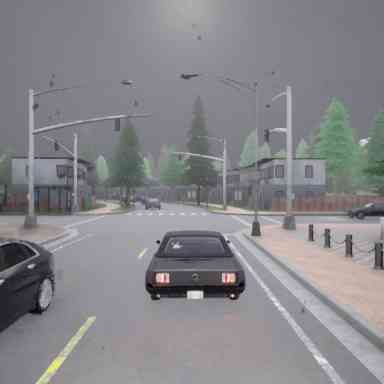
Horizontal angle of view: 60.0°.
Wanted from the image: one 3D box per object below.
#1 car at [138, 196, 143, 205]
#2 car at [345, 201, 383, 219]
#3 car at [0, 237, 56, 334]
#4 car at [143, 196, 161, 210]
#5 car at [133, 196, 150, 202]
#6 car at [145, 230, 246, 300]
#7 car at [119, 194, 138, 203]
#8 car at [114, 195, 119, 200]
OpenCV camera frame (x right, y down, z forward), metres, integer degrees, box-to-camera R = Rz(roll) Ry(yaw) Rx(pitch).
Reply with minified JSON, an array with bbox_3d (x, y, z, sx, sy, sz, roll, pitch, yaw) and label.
[{"bbox_3d":[-7.019,1.510,54.195,2.033,1.411,5.357,0,0,-17],"label":"car"},{"bbox_3d":[15.405,1.509,28.052,4.674,1.442,1.812,0,0,1],"label":"car"},{"bbox_3d":[-3.624,1.504,4.807,1.837,1.490,4.892,0,0,0],"label":"car"},{"bbox_3d":[-4.946,1.488,42.447,1.812,1.442,4.674,0,0,-6],"label":"car"},{"bbox_3d":[-10.963,1.500,71.921,1.994,1.385,4.181,0,0,-36],"label":"car"},{"bbox_3d":[0.033,1.600,8.325,1.895,1.301,4.718,0,0,-1],"label":"car"},{"bbox_3d":[-12.861,1.465,68.386,1.837,1.490,4.892,0,0,-27],"label":"car"},{"bbox_3d":[-16.966,1.316,79.982,4.674,1.442,1.812,0,0,45],"label":"car"}]
